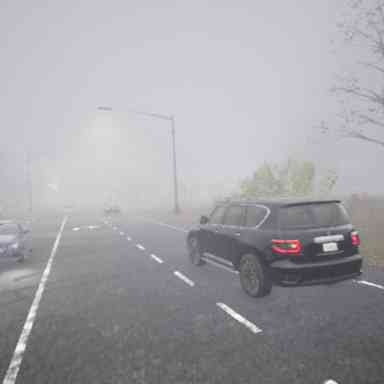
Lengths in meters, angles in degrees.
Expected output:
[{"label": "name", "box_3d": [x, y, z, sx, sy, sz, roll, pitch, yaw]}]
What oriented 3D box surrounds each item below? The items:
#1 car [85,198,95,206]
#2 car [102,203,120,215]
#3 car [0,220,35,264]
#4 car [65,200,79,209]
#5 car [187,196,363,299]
[{"label": "car", "box_3d": [-26.090, 2.811, 86.076, 1.895, 1.301, 4.718, -3, 0, -20]}, {"label": "car", "box_3d": [-10.190, 2.051, 41.705, 2.033, 1.411, 5.357, -3, 0, -20]}, {"label": "car", "box_3d": [-7.327, 1.883, 12.979, 1.812, 1.442, 4.674, -3, 0, -20]}, {"label": "car", "box_3d": [-24.288, 2.709, 67.031, 1.994, 1.385, 4.181, -3, 0, -12]}, {"label": "car", "box_3d": [1.640, 1.149, 8.633, 2.150, 2.045, 5.566, -3, 0, -20]}]
